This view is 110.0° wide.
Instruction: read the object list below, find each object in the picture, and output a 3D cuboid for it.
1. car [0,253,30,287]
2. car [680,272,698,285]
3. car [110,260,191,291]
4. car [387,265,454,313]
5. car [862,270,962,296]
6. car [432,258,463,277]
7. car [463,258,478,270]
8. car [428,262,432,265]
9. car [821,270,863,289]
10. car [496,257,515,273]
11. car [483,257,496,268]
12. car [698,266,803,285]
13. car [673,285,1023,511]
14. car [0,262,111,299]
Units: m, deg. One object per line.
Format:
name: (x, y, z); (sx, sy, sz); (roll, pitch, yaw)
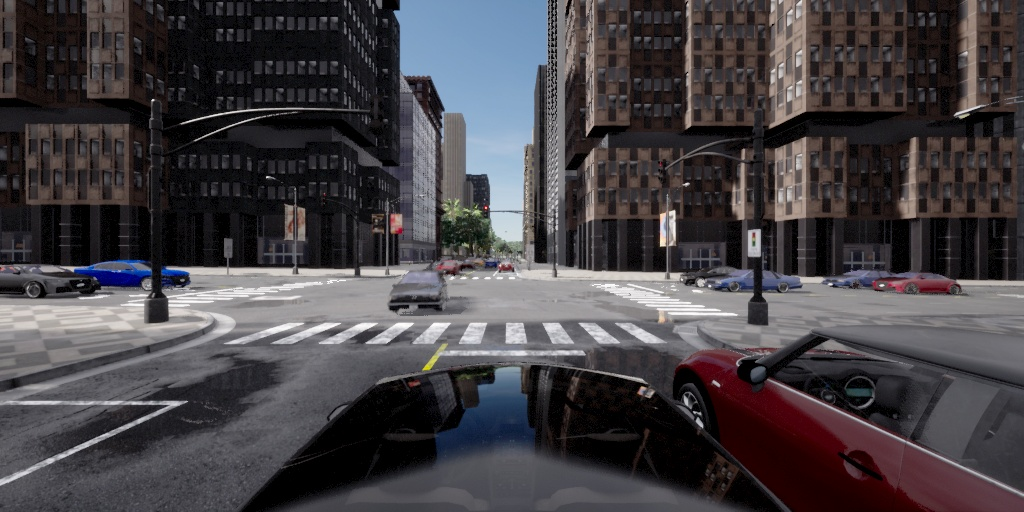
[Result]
car: (-28.963, 0.722, 18.800); (4.553, 1.767, 2.097); (1, 0, 0)
car: (14.707, 1.459, 25.809); (5.008, 1.535, 1.882); (1, 0, -1)
car: (-19.850, 0.976, 18.864); (5.008, 1.535, 1.882); (1, 0, 0)
car: (-3.555, 1.284, 14.391); (2.033, 1.411, 5.357); (0, 0, -7)
car: (25.354, 1.704, 22.619); (4.181, 1.385, 1.994); (1, 0, 1)
car: (-6.411, 1.219, 36.279); (1.882, 1.535, 5.008); (0, 0, -1)
car: (-6.591, 1.381, 53.775); (1.895, 1.301, 4.718); (0, 0, 0)
car: (-9.183, 1.324, 43.769); (1.948, 1.339, 4.313); (0, 0, 0)
car: (25.648, 1.688, 25.888); (5.357, 1.411, 2.033); (1, 0, 0)
car: (-0.658, 1.197, 43.832); (1.967, 1.591, 4.097); (0, 0, 0)
car: (-3.452, 1.274, 60.888); (1.882, 1.535, 5.008); (0, 0, 0)
car: (15.101, 1.539, 22.562); (5.357, 1.411, 2.033); (1, 0, 0)
car: (2.763, 1.190, 2.445); (1.967, 1.591, 4.097); (0, 0, 0)
car: (-20.784, 1.053, 15.609); (4.181, 1.385, 1.994); (1, 0, 0)
